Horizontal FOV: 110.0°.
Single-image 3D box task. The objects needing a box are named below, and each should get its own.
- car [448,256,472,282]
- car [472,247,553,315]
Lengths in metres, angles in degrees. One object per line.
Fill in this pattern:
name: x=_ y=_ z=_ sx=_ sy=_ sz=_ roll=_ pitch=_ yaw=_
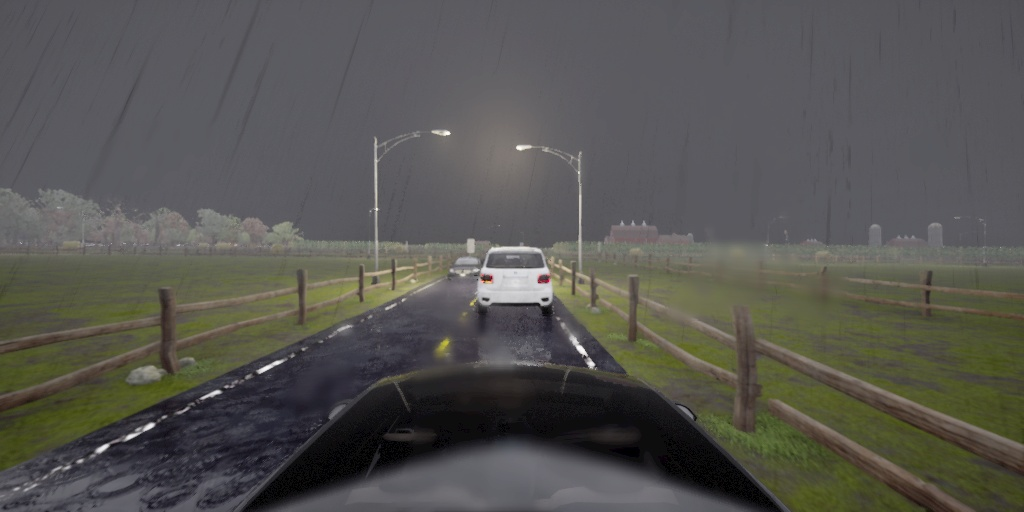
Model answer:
car: x=-2.779 y=0.759 z=22.598 sx=1.812 sy=1.442 sz=4.674 roll=0 pitch=1 yaw=0
car: x=0.087 y=0.708 z=12.244 sx=2.150 sy=2.045 sz=5.566 roll=0 pitch=2 yaw=0
